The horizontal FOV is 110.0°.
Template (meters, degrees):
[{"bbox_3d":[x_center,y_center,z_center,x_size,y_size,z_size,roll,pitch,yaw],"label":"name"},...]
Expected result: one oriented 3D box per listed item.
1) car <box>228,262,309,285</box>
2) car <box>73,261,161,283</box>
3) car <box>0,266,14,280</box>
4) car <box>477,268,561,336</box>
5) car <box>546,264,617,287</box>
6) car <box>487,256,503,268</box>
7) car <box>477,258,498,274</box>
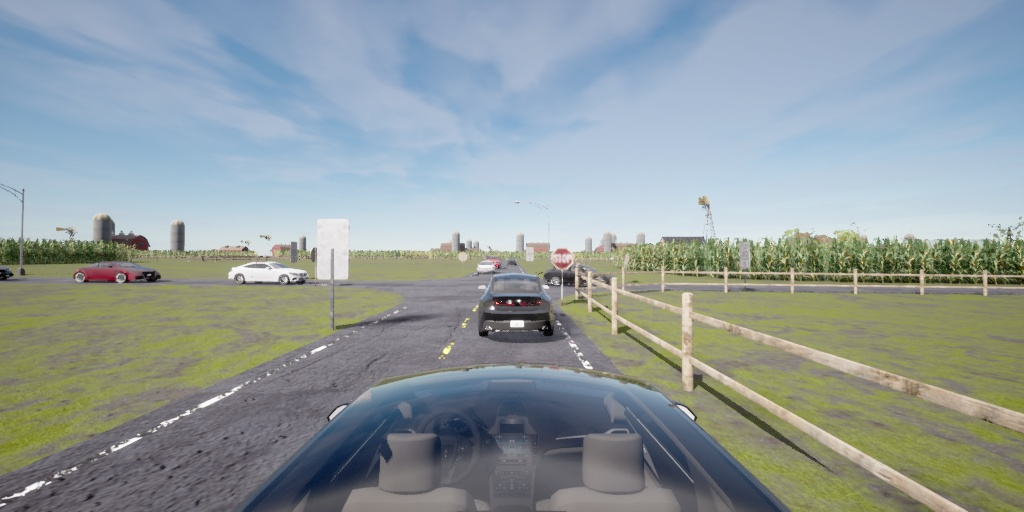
[{"bbox_3d":[-15.725,1.095,23.263,4.674,1.442,1.812,1,-1,2],"label":"car"},{"bbox_3d":[-25.574,1.030,23.332,4.181,1.385,1.994,1,-1,1],"label":"car"},{"bbox_3d":[-35.788,0.867,23.360,4.892,1.490,1.837,1,-1,0],"label":"car"},{"bbox_3d":[0.066,1.256,10.355,1.837,1.490,4.892,0,0,-1],"label":"car"},{"bbox_3d":[4.585,1.318,24.208,4.892,1.490,1.837,0,1,25],"label":"car"},{"bbox_3d":[-2.885,0.948,53.539,2.150,2.045,5.566,0,0,0],"label":"car"},{"bbox_3d":[-2.881,1.264,40.595,1.812,1.442,4.674,0,0,0],"label":"car"}]
